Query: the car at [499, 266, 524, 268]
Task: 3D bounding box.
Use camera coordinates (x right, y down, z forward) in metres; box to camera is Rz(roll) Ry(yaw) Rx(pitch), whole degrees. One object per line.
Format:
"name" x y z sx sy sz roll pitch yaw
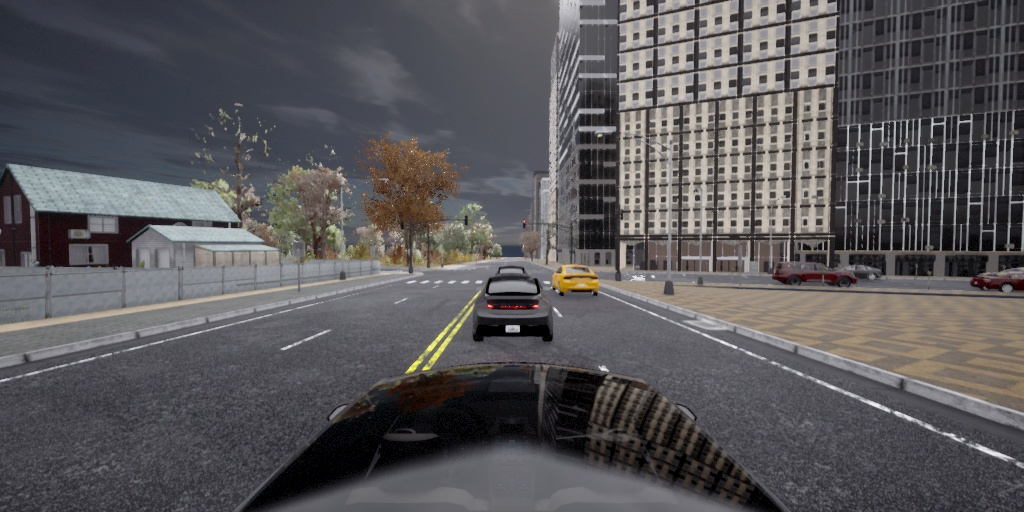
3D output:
"car" -0.032 1.248 18.450 1.837 1.490 4.892 0 0 0

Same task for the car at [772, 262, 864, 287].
"car" 22.964 1.388 27.489 5.009 1.841 2.192 0 0 20

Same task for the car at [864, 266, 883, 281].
"car" 30.987 1.462 32.953 4.403 1.370 2.007 0 0 20

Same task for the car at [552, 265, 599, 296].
"car" 3.283 1.221 19.263 1.882 1.535 5.008 0 0 0

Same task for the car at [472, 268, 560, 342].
"car" 0.029 1.250 9.783 1.837 1.490 4.892 0 0 0

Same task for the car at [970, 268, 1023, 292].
"car" 33.618 1.711 23.612 4.507 1.381 1.888 0 0 20
